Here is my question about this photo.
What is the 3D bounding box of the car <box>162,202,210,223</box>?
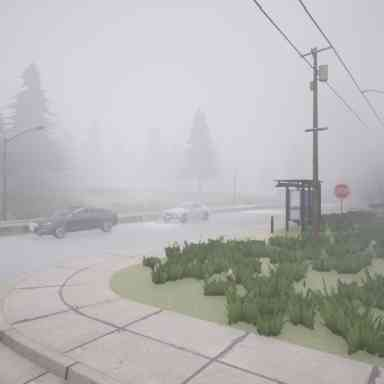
[{"bbox_3d":[-0.340,1.525,25.856,1.812,1.442,4.674,0,0,36],"label":"car"}]

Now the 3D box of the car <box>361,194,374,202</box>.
[{"bbox_3d":[40.389,1.355,76.486,2.097,1.767,4.553,0,0,36],"label":"car"}]

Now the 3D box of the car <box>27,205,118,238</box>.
[{"bbox_3d":[-6.184,1.491,17.782,2.128,1.511,4.902,0,0,36],"label":"car"}]
